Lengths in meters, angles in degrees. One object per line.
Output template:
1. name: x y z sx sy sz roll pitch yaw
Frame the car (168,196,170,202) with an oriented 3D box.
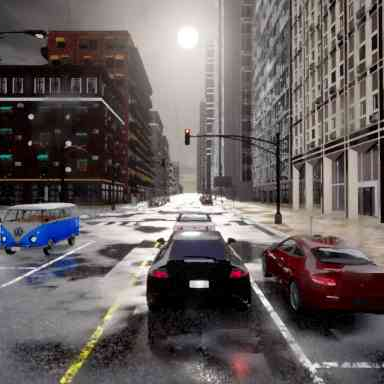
1. car: -5.675 1.580 62.213 1.947 1.339 4.313 1 0 0

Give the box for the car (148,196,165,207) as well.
1. car: -5.675 1.563 50.904 2.008 1.369 4.403 1 0 0

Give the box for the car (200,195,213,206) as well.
1. car: 2.704 1.596 56.561 1.802 1.307 4.206 1 0 0

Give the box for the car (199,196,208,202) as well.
1. car: 2.706 1.599 79.179 1.802 1.307 4.206 1 0 0

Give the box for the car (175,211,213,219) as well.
1. car: 0.096 1.606 16.584 1.895 1.301 4.718 0 0 0

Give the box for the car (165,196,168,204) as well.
1. car: -5.675 1.564 56.559 2.008 1.369 4.403 1 0 0

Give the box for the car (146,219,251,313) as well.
1. car: 0.104 1.566 7.766 1.994 1.385 4.181 0 0 -1

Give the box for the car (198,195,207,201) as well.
1. car: 2.707 1.569 84.834 2.008 1.369 4.403 1 0 0

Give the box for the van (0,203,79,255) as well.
1. van: -5.761 1.345 12.988 1.690 1.788 3.998 1 0 0

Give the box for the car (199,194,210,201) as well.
1. car: 2.709 1.330 62.215 2.192 1.841 5.009 1 0 0

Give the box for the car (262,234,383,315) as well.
1. car: 2.701 1.584 7.303 1.802 1.307 4.206 1 0 0

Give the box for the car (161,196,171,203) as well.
1. car: -5.674 1.598 73.523 1.802 1.307 4.206 1 0 0
